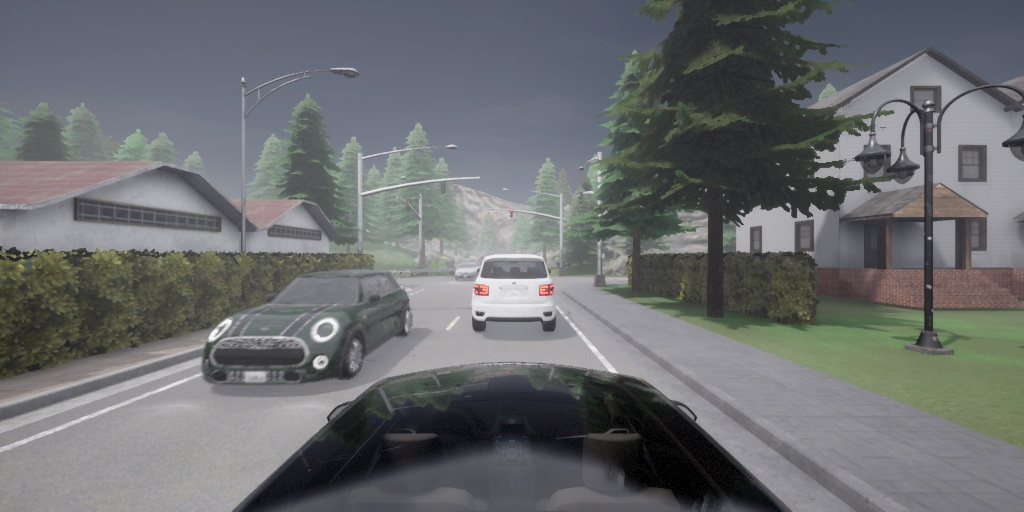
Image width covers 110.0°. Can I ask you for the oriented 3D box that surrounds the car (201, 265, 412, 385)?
[{"bbox_3d":[-3.600,1.101,7.273,2.097,1.767,4.553,0,0,0],"label":"car"}]

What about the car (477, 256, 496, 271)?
[{"bbox_3d":[-3.603,0.972,51.453,2.150,2.045,5.566,0,0,1],"label":"car"}]

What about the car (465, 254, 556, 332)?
[{"bbox_3d":[0.064,0.971,11.048,2.150,2.045,5.566,0,0,0],"label":"car"}]

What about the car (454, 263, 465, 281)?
[{"bbox_3d":[-3.600,1.268,29.976,1.812,1.442,4.674,0,0,0],"label":"car"}]
